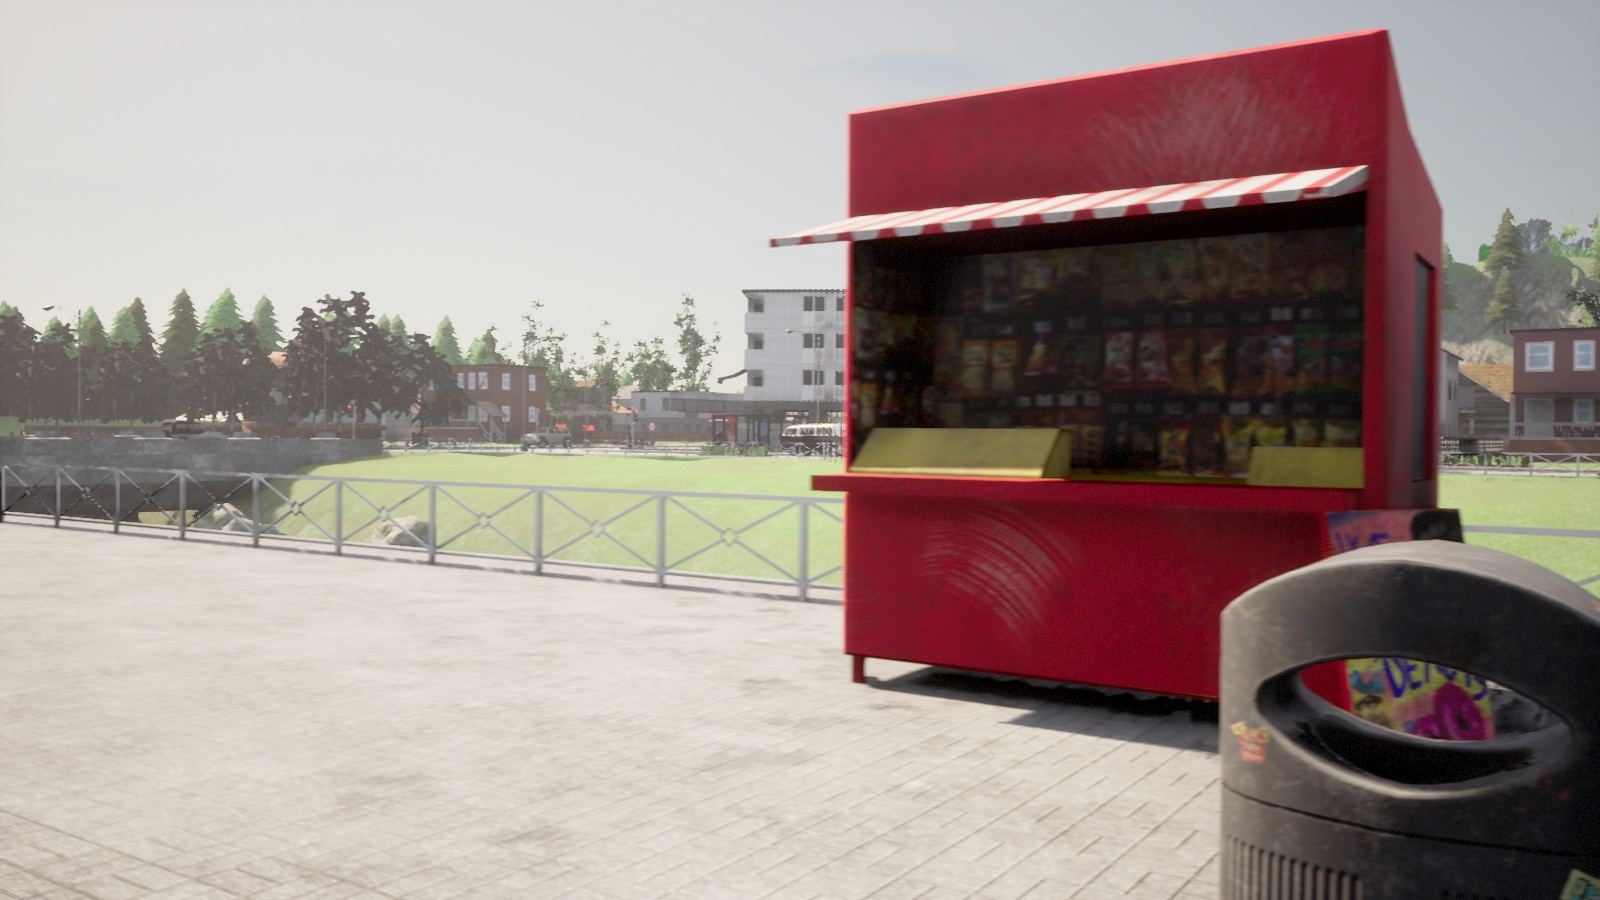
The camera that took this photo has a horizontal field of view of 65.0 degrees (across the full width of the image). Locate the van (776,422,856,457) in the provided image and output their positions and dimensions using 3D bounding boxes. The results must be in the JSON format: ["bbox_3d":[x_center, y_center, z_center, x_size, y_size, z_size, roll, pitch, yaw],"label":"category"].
[{"bbox_3d":[0.998,-0.620,77.637,4.480,2.038,2.069,-1,0,34],"label":"van"}]

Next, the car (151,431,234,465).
[{"bbox_3d":[-35.104,-0.146,72.608,1.905,1.878,3.866,0,1,34],"label":"car"}]
